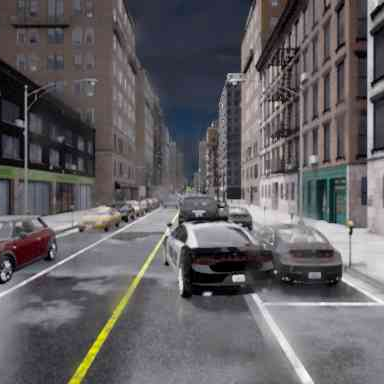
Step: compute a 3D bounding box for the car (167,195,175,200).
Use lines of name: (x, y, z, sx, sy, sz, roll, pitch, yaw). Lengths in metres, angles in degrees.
car: (-5.600, 1.453, 89.904, 1.887, 1.381, 4.507, 0, 0, 0)

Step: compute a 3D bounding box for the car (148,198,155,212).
car: (-5.472, 1.558, 36.336, 1.802, 1.307, 4.206, 0, 0, 0)

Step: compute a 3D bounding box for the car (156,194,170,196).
car: (-5.524, 1.265, 57.986, 2.192, 1.841, 5.009, 0, 0, 0)

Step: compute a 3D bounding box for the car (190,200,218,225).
car: (0.768, 1.462, 24.806, 1.882, 1.535, 5.008, 0, 0, 0)

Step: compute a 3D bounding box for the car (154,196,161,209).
car: (-5.485, 1.521, 41.748, 2.008, 1.369, 4.403, 0, 0, 0)

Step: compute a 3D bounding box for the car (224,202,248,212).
car: (2.591, 1.538, 20.108, 2.008, 1.369, 4.403, 0, 0, 0)

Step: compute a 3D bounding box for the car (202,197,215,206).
car: (2.514, 1.539, 52.584, 1.802, 1.307, 4.206, 0, 0, 0)

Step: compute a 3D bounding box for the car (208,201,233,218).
car: (2.566, 1.546, 30.933, 1.947, 1.339, 4.313, 0, 0, 0)

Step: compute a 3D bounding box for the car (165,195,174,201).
car: (-5.587, 1.467, 84.450, 2.008, 1.369, 4.403, 0, 0, 0)

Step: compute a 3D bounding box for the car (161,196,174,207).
car: (-2.945, 1.566, 46.018, 1.895, 1.301, 4.718, 0, 0, 0)

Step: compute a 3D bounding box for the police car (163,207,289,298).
police car: (0.362, 1.420, 8.790, 1.930, 1.638, 5.238, 0, 0, -12)

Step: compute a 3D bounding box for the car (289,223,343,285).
car: (2.617, 1.545, 9.282, 2.008, 1.369, 4.403, 0, 0, 0)

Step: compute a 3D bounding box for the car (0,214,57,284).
car: (-5.408, 1.434, 9.272, 1.967, 1.590, 4.097, 0, 0, 0)

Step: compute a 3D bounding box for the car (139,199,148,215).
car: (-5.459, 1.506, 30.753, 1.752, 1.417, 4.829, 0, 0, 0)

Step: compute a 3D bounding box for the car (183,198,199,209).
car: (-0.095, 1.514, 45.325, 2.033, 1.411, 5.357, 0, 0, 0)

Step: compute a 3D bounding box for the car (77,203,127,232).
car: (-5.433, 1.513, 19.927, 1.752, 1.417, 4.829, 0, 0, 0)

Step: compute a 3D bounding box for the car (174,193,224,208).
car: (0.439, 1.210, 18.875, 2.150, 2.045, 5.566, 0, 0, 2)

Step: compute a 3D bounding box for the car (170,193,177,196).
car: (-2.898, 1.436, 62.797, 2.128, 1.511, 4.902, 0, 0, 0)

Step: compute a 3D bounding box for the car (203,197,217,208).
car: (2.527, 1.489, 47.341, 1.752, 1.417, 4.829, 0, 0, 0)

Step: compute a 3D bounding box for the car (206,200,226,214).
car: (2.553, 1.542, 36.345, 1.947, 1.339, 4.313, 0, 0, 0)

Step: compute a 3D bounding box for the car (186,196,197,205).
car: (-0.140, 1.474, 59.349, 1.812, 1.442, 4.674, 0, 0, 0)

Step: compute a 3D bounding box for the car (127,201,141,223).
car: (-5.447, 1.550, 25.510, 1.947, 1.339, 4.313, 0, 0, 0)
